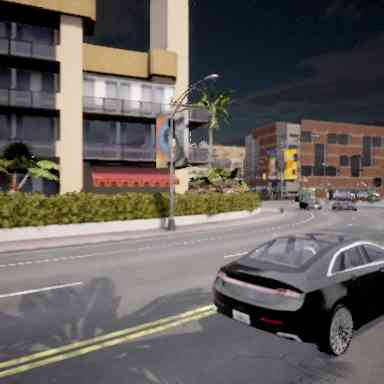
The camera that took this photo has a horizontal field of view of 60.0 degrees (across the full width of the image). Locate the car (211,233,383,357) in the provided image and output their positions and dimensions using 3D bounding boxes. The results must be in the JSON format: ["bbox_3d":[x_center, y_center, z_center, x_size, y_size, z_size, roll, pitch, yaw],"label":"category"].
[{"bbox_3d":[2.554,1.518,6.139,4.902,1.511,2.128,0,0,-39],"label":"car"}]

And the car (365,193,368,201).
[{"bbox_3d":[43.740,1.718,81.190,1.816,1.474,4.193,0,0,-21],"label":"car"}]

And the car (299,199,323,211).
[{"bbox_3d":[15.543,1.677,43.704,2.128,1.511,4.902,0,0,1],"label":"car"}]

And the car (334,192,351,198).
[{"bbox_3d":[36.643,1.566,78.474,2.185,1.767,4.553,0,0,-21],"label":"car"}]

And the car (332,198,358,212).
[{"bbox_3d":[18.846,1.729,41.157,1.994,1.385,4.181,0,0,5],"label":"car"}]
